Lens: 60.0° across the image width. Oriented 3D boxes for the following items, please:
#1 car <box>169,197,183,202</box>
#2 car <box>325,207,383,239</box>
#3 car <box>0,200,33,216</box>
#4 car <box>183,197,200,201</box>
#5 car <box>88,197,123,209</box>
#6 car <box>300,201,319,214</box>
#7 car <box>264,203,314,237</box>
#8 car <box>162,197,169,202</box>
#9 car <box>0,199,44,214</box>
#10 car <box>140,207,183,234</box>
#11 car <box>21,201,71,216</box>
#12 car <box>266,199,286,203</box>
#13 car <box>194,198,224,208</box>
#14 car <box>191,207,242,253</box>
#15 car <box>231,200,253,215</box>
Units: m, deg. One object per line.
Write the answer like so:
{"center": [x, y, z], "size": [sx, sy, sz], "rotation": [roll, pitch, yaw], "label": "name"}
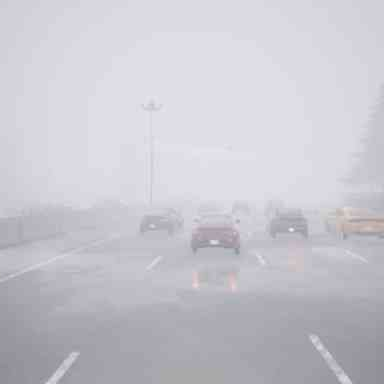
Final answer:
{"center": [-2.456, 1.780, 72.966], "size": [1.882, 1.535, 5.008], "rotation": [0, 0, 27], "label": "car"}
{"center": [8.651, 1.565, 17.995], "size": [1.882, 1.535, 5.008], "rotation": [0, 0, 8], "label": "car"}
{"center": [-16.907, 1.649, 34.243], "size": [1.812, 1.442, 4.674], "rotation": [0, 0, 14], "label": "car"}
{"center": [0.567, 1.793, 71.184], "size": [1.837, 1.490, 4.892], "rotation": [0, 0, 27], "label": "car"}
{"center": [-9.283, 1.492, 35.937], "size": [2.097, 1.767, 4.553], "rotation": [0, 0, 15], "label": "car"}
{"center": [13.065, 1.700, 37.236], "size": [1.812, 1.442, 4.674], "rotation": [0, 0, 17], "label": "car"}
{"center": [5.199, 1.590, 18.559], "size": [1.837, 1.490, 4.892], "rotation": [0, 0, 8], "label": "car"}
{"center": [-4.900, 1.789, 75.830], "size": [1.882, 1.535, 5.008], "rotation": [0, 0, 27], "label": "car"}
{"center": [-19.564, 1.627, 38.072], "size": [2.128, 1.511, 4.902], "rotation": [0, 0, 14], "label": "car"}
{"center": [-1.717, 1.607, 19.611], "size": [1.812, 1.442, 4.674], "rotation": [0, 0, 8], "label": "car"}
{"center": [-13.807, 1.719, 32.209], "size": [1.895, 1.301, 4.718], "rotation": [0, 0, 13], "label": "car"}
{"center": [9.104, 1.516, 36.165], "size": [2.097, 1.767, 4.553], "rotation": [0, 0, 16], "label": "car"}
{"center": [1.885, 1.682, 36.426], "size": [1.812, 1.442, 4.674], "rotation": [0, 0, 15], "label": "car"}
{"center": [1.039, 1.586, 13.879], "size": [1.812, 1.442, 4.674], "rotation": [0, 0, 6], "label": "car"}
{"center": [5.396, 1.664, 35.979], "size": [1.837, 1.490, 4.892], "rotation": [0, 0, 15], "label": "car"}
